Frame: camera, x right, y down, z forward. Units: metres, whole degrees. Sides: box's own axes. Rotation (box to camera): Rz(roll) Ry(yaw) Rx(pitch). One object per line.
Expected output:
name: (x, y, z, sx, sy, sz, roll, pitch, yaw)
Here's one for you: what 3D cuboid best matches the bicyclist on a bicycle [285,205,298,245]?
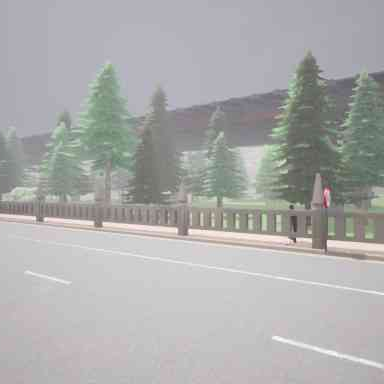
bicyclist on a bicycle: (4.111, 1.344, 13.595, 0.582, 1.620, 1.656, 0, -3, 35)
